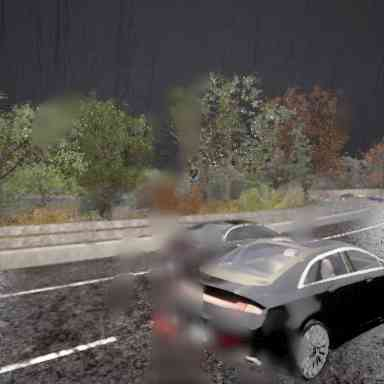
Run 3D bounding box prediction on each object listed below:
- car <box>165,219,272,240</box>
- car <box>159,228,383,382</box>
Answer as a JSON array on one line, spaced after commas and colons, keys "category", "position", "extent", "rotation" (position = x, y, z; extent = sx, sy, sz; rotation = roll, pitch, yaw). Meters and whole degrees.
[{"category": "car", "position": [1.390, 1.541, 9.485], "extent": [4.892, 1.490, 1.837], "rotation": [0, 0, -39]}, {"category": "car", "position": [2.013, 1.509, 5.518], "extent": [4.902, 1.511, 2.128], "rotation": [0, 0, -37]}]
